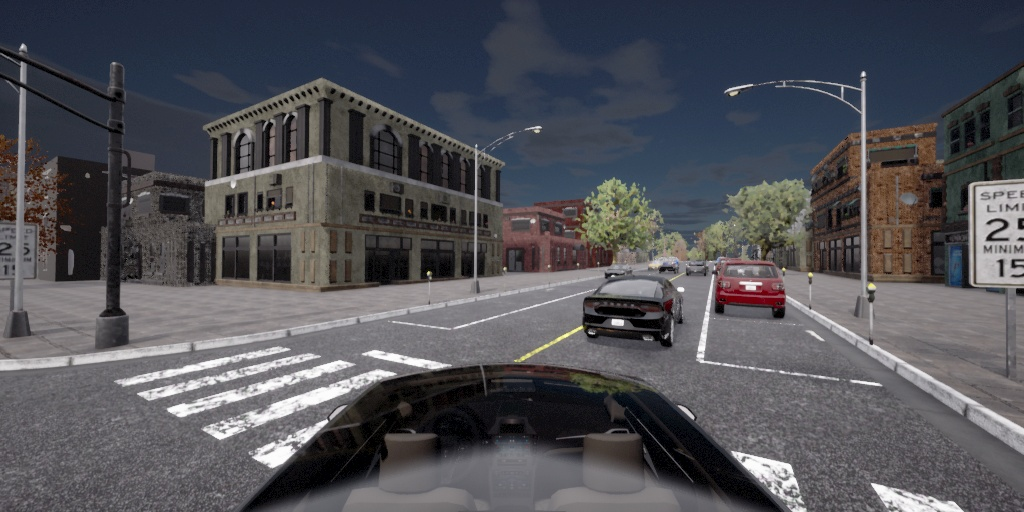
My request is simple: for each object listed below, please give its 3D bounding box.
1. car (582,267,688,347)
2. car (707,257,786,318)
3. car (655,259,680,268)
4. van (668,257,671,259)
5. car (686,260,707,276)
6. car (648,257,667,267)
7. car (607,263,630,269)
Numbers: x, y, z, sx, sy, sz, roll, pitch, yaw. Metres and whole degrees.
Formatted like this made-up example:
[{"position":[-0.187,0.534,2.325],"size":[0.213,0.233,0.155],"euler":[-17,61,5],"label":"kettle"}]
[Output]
[{"position":[3.419,1.230,9.586],"size":[1.882,1.535,5.008],"euler":[0,0,30],"label":"car"},{"position":[8.572,1.069,13.192],"size":[2.192,1.841,5.009],"euler":[0,0,30],"label":"car"},{"position":[18.234,1.360,41.627],"size":[1.895,1.301,4.718],"euler":[0,0,30],"label":"car"},{"position":[23.251,1.100,55.856],"size":[1.690,1.789,3.998],"euler":[0,0,30],"label":"van"},{"position":[19.040,1.251,36.877],"size":[2.128,1.511,4.902],"euler":[0,0,30],"label":"car"},{"position":[20.421,1.285,50.893],"size":[1.751,1.417,4.829],"euler":[0,0,30],"label":"car"},{"position":[9.523,1.323,31.779],"size":[1.948,1.339,4.313],"euler":[0,0,30],"label":"car"}]
